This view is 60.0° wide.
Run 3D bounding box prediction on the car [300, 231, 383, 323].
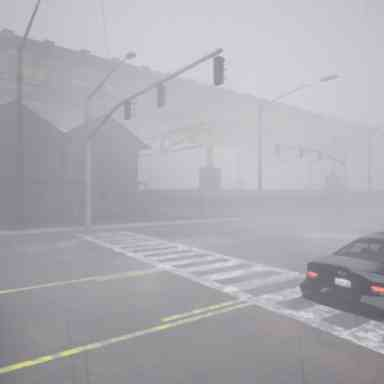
[{"bbox_3d":[4.560,1.561,7.005,5.357,1.411,2.033,0,0,-35],"label":"car"}]
